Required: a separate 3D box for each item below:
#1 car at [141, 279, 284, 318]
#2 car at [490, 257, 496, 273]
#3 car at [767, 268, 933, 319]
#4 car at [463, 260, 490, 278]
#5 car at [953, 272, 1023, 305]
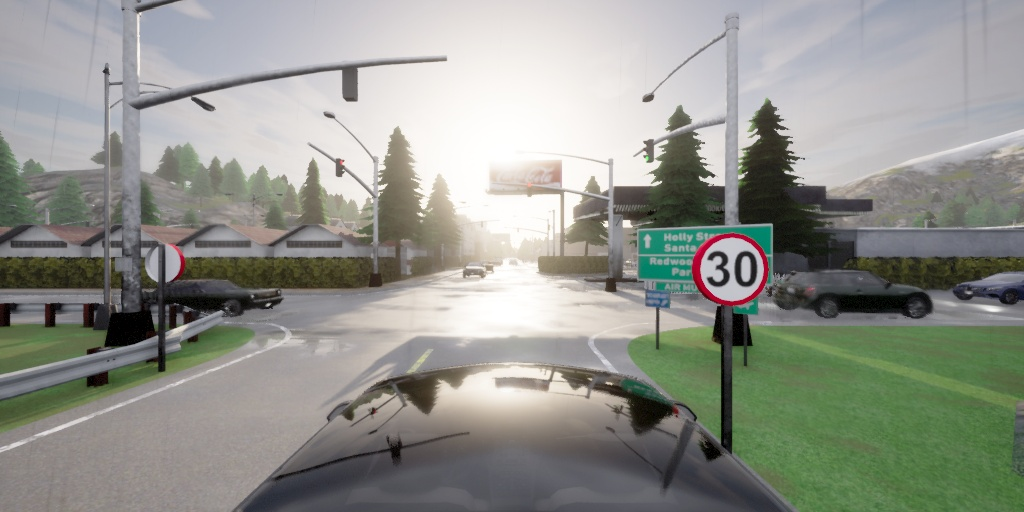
[{"bbox_3d":[-11.476,1.542,13.651,4.718,1.301,1.895,0,0,1],"label":"car"},{"bbox_3d":[-3.184,1.268,44.097,1.882,1.535,5.008,0,-1,-3],"label":"car"},{"bbox_3d":[12.557,1.293,13.367,4.553,1.767,2.097,0,0,1],"label":"car"},{"bbox_3d":[-3.459,1.291,33.806,1.812,1.442,4.674,1,-1,1],"label":"car"},{"bbox_3d":[23.935,1.467,16.928,4.674,1.442,1.812,0,0,1],"label":"car"}]
